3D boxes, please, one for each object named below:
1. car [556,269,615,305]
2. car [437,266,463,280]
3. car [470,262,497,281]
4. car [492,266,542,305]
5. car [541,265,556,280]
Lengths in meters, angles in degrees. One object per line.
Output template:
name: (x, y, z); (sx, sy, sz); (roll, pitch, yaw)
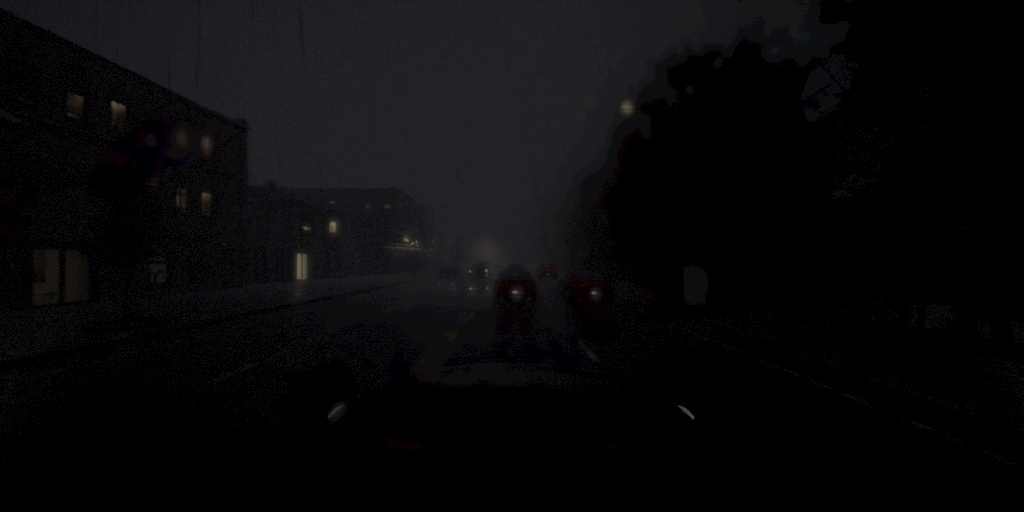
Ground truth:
car: (3.488, 1.424, 17.251); (1.882, 1.535, 5.008); (0, -1, 1)
car: (-6.253, 1.745, 36.520); (1.994, 1.385, 4.181); (0, -1, 1)
car: (-3.005, 1.531, 36.252); (2.097, 1.767, 4.553); (0, -1, 1)
car: (0.240, 1.425, 17.500); (1.882, 1.535, 5.008); (0, -1, 1)
car: (3.697, 1.685, 36.982); (2.128, 1.511, 4.902); (0, -1, 1)
